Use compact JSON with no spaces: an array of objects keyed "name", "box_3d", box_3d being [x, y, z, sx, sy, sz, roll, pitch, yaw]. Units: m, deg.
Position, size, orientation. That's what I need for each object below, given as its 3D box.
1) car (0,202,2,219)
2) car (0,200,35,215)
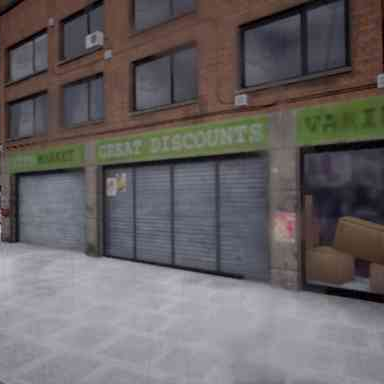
[{"name":"car","box_3d":[-15.298,1.523,25.356,1.947,1.339,4.313,0,0,36]},{"name":"car","box_3d":[-19.092,1.578,34.708,2.008,1.369,4.403,0,0,36]}]
